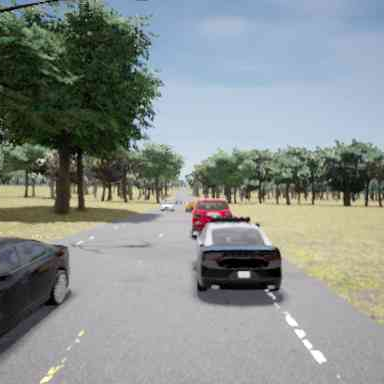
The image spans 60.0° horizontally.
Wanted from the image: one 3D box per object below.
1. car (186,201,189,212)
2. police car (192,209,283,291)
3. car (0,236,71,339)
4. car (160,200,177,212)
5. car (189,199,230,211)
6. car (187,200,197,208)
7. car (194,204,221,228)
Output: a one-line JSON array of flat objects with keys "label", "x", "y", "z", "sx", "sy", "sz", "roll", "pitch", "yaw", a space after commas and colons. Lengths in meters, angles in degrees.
[{"label": "car", "x": 0.067, "y": 2.034, "z": 47.152, "sx": 1.882, "sy": 1.535, "sz": 5.008, "roll": 0, "pitch": -1, "yaw": 0}, {"label": "police car", "x": 1.059, "y": 1.493, "z": 9.333, "sx": 1.930, "sy": 1.638, "sz": 5.238, "roll": 0, "pitch": -1, "yaw": 0}, {"label": "car", "x": -3.595, "y": 1.513, "z": 5.304, "sx": 1.882, "sy": 1.535, "sz": 5.008, "roll": 0, "pitch": 0, "yaw": 0}, {"label": "car", "x": -3.559, "y": 2.101, "z": 48.445, "sx": 1.812, "sy": 1.442, "sz": 4.674, "roll": 0, "pitch": -1, "yaw": 0}, {"label": "car", "x": 1.068, "y": 1.392, "z": 19.258, "sx": 2.150, "sy": 2.045, "sz": 5.566, "roll": 0, "pitch": -1, "yaw": 0}, {"label": "car", "x": -0.017, "y": 2.353, "z": 64.439, "sx": 1.812, "sy": 1.442, "sz": 4.674, "roll": 0, "pitch": -1, "yaw": 0}, {"label": "car", "x": 1.073, "y": 1.720, "z": 25.228, "sx": 1.882, "sy": 1.535, "sz": 5.008, "roll": 0, "pitch": -1, "yaw": 0}]
